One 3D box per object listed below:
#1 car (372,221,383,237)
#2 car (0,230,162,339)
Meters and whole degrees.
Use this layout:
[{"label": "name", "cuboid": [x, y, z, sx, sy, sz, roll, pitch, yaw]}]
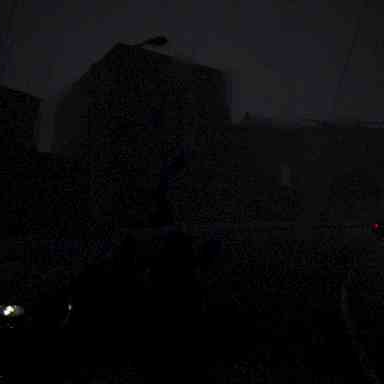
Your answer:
[{"label": "car", "cuboid": [13.013, 2.043, 19.370, 5.357, 1.411, 2.033, 2, 0, -24]}, {"label": "car", "cuboid": [-2.431, 1.588, 7.284, 2.033, 1.411, 5.357, 1, -1, 18]}]
